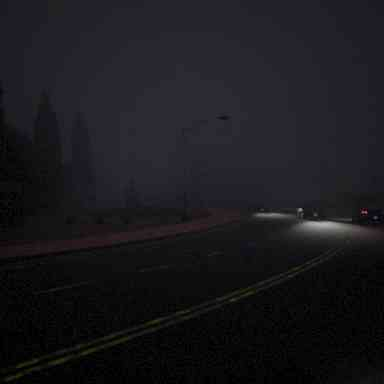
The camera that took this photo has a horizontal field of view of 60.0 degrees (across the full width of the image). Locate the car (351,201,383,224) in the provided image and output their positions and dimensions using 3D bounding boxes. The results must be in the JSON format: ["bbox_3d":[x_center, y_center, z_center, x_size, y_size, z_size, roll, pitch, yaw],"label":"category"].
[{"bbox_3d":[12.941,1.537,24.371,1.812,1.442,4.674,-1,-1,18],"label":"car"}]

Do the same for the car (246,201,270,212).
[{"bbox_3d":[8.110,1.812,41.379,1.895,1.301,4.718,-1,0,-5],"label":"car"}]

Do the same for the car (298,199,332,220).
[{"bbox_3d":[10.418,1.573,29.078,2.128,1.511,4.902,-1,0,12],"label":"car"}]
